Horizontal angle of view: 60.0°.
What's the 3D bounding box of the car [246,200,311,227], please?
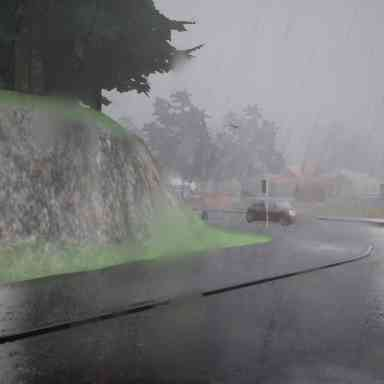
[{"bbox_3d":[5.923,1.352,23.130,2.097,1.767,4.553,0,0,-36],"label":"car"}]
